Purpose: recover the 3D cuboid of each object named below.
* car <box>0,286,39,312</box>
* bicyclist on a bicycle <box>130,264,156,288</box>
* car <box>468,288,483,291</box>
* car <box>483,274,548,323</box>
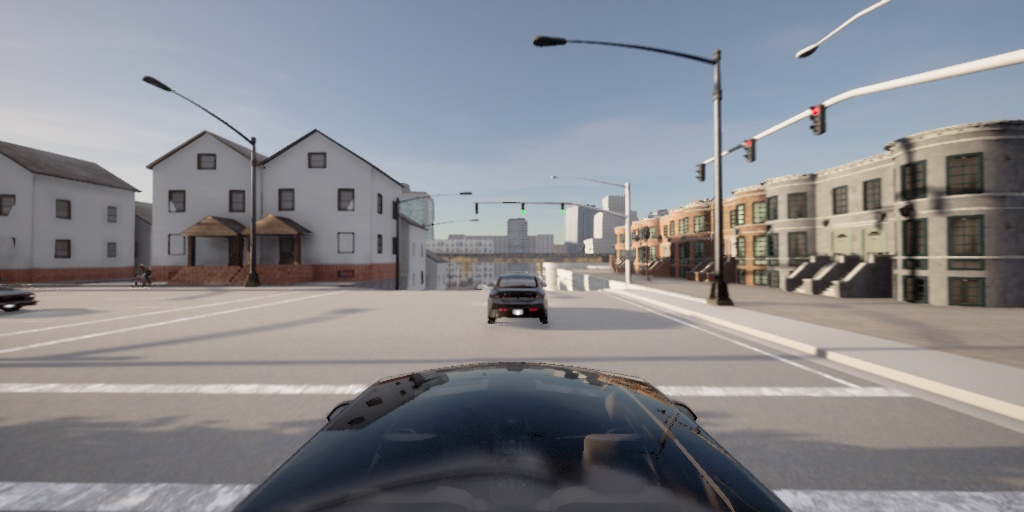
[{"bbox_3d":[-21.350,1.481,13.385,5.357,1.411,2.033,0,-1,1],"label":"car"},{"bbox_3d":[-25.093,1.365,24.415,0.582,1.620,1.656,0,0,1],"label":"bicyclist on a bicycle"},{"bbox_3d":[-3.352,3.842,34.912,1.994,1.385,4.181,-1,-14,0],"label":"car"},{"bbox_3d":[0.188,1.370,12.586,1.837,1.490,4.892,0,-1,0],"label":"car"}]
